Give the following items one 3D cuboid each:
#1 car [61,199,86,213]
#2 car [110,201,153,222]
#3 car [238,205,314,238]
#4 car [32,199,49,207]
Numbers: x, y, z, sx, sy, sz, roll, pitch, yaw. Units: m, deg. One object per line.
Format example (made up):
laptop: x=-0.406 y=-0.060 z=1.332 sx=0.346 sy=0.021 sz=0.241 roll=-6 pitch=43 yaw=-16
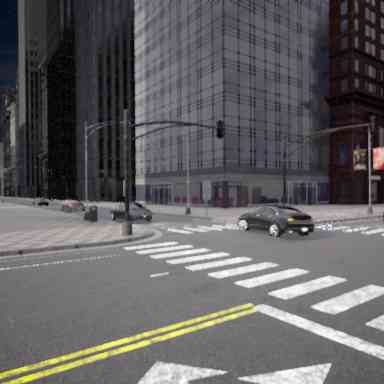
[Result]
car: x=-13.736 y=1.562 z=38.429 sx=1.812 sy=1.442 sz=4.674 roll=-1 pitch=0 yaw=-35
car: x=-4.789 y=1.507 z=25.795 sx=1.837 sy=1.490 sz=4.892 roll=-1 pitch=0 yaw=-35
car: x=4.234 y=1.450 z=17.475 sx=1.837 sy=1.490 sz=4.892 roll=1 pitch=-1 yaw=-22
car: x=-24.546 y=1.740 z=53.846 sx=1.895 sy=1.301 sz=4.718 roll=-1 pitch=0 yaw=-35
